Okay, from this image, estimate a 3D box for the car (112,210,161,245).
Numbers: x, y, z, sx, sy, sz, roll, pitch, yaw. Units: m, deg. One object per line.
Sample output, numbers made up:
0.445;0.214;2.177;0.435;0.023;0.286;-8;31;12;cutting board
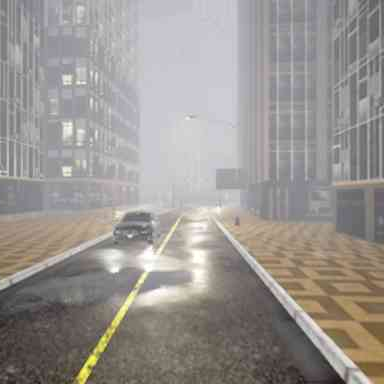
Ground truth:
-2.668;1.697;16.815;1.837;1.490;4.892;0;-1;0;car
